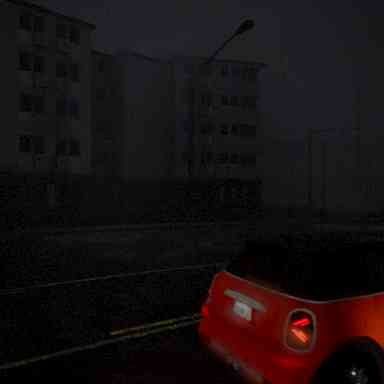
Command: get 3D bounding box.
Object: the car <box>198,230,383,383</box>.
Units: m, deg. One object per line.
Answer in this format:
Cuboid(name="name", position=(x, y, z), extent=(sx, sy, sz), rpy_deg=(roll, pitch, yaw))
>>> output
Cuboid(name="car", position=(2.437, 1.351, 4.743), extent=(4.553, 1.767, 2.097), rpy_deg=(0, 0, -28))
